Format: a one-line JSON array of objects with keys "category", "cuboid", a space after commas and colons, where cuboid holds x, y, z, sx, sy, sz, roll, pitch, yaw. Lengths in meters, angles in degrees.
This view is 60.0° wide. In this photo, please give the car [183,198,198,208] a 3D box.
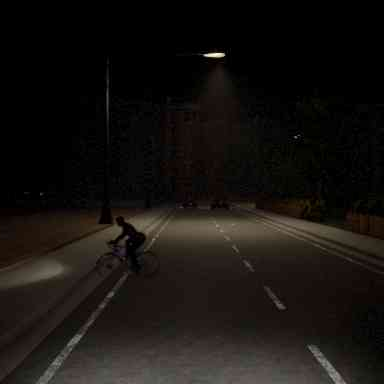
[{"category": "car", "cuboid": [-0.248, 1.593, 47.105, 1.994, 1.385, 4.181, 0, -1, -3]}]

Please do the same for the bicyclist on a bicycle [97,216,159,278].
[{"category": "bicyclist on a bicycle", "cuboid": [-1.696, 1.455, 8.716, 1.656, 1.620, 0.582, -2, 0, 0]}]

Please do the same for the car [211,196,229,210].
[{"category": "car", "cuboid": [3.532, 1.352, 42.750, 2.097, 1.767, 4.553, 0, 0, 1]}]
